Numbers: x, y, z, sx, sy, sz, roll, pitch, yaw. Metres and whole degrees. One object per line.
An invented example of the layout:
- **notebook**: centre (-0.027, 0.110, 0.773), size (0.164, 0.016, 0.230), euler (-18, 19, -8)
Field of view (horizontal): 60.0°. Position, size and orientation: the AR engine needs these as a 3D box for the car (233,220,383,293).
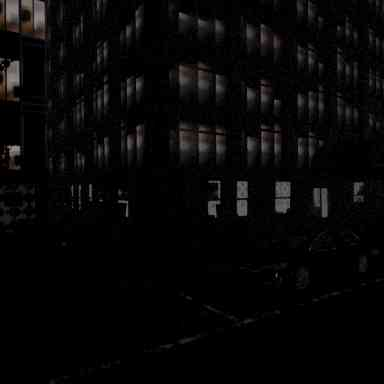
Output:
- **car**: centre (3.023, 1.549, 8.719), size (4.403, 1.369, 2.008), euler (0, -1, -35)
